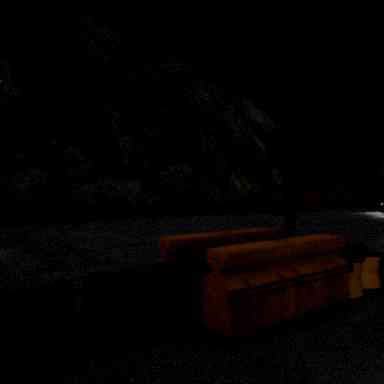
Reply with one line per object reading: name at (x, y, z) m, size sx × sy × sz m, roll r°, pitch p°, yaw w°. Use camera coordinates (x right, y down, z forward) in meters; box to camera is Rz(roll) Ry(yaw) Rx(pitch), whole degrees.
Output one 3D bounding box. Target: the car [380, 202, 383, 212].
car at (23.357, 1.385, 37.850) m, size 4.553 × 1.767 × 2.097 m, roll 0°, pitch 0°, yaw -35°
